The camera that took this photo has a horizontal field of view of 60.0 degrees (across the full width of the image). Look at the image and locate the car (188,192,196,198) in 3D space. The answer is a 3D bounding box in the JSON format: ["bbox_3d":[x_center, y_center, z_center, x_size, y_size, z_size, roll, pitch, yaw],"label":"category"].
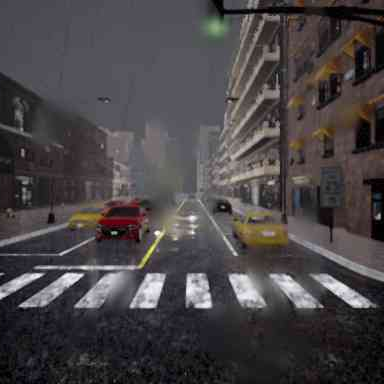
[{"bbox_3d":[-0.005,0.783,93.566,2.033,1.411,5.357,0,0,0],"label":"car"}]

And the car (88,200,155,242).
[{"bbox_3d":[-3.098,1.343,15.728,1.882,1.535,5.008,0,0,0],"label":"car"}]

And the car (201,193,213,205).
[{"bbox_3d":[2.693,1.192,47.971,2.008,1.369,4.403,0,0,0],"label":"car"}]

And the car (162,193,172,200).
[{"bbox_3d":[-5.691,1.005,76.457,1.947,1.339,4.313,0,0,0],"label":"car"}]

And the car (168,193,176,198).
[{"bbox_3d":[-5.692,0.906,93.548,1.947,1.339,4.313,0,0,0],"label":"car"}]

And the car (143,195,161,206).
[{"bbox_3d":[-5.688,1.174,47.975,2.008,1.369,4.403,0,0,0],"label":"car"}]

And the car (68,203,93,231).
[{"bbox_3d":[-5.684,1.358,19.322,1.752,1.417,4.829,1,0,0],"label":"car"}]

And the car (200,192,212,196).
[{"bbox_3d":[2.693,1.043,53.667,1.967,1.590,4.097,0,0,0],"label":"car"}]

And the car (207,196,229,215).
[{"bbox_3d":[2.695,1.328,30.882,1.947,1.339,4.313,0,0,0],"label":"car"}]

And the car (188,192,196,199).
[{"bbox_3d":[-0.005,0.946,83.143,2.033,1.411,5.357,0,0,0],"label":"car"}]

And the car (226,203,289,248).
[{"bbox_3d":[2.697,1.417,13.962,1.752,1.417,4.829,1,0,0],"label":"car"}]

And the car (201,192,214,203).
[{"bbox_3d":[2.694,0.880,59.364,2.192,1.841,5.009,0,0,0],"label":"car"}]

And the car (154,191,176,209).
[{"bbox_3d":[-3.079,0.908,40.019,2.150,2.045,5.566,0,0,0],"label":"car"}]

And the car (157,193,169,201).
[{"bbox_3d":[-5.688,0.951,65.064,1.967,1.590,4.097,0,0,0],"label":"car"}]

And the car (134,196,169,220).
[{"bbox_3d":[-3.096,1.294,25.544,1.837,1.490,4.892,0,1,0],"label":"car"}]

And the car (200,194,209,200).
[{"bbox_3d":[2.691,1.074,70.759,1.802,1.307,4.206,0,0,0],"label":"car"}]

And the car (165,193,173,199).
[{"bbox_3d":[-5.691,0.987,82.154,1.802,1.307,4.206,0,0,0],"label":"car"}]

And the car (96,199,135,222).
[{"bbox_3d":[-5.685,1.332,25.189,1.887,1.381,4.507,1,0,0],"label":"car"}]
